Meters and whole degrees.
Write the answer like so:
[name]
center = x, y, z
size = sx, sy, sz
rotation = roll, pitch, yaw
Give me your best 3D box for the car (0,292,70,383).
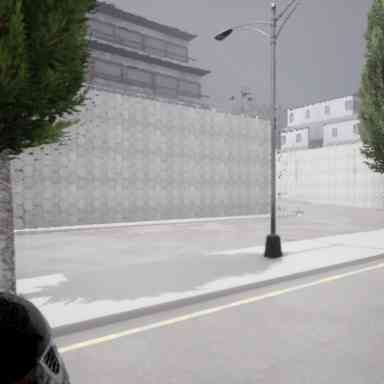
[car]
center = -3.403, 1.223, 1.318
size = 5.566, 2.045, 2.150
rotation = 0, 0, -35
